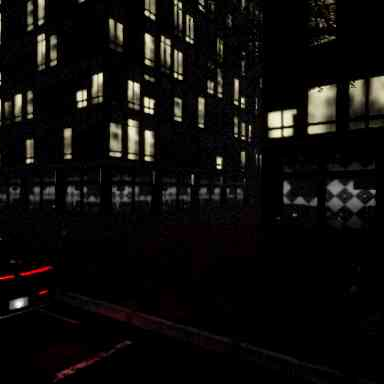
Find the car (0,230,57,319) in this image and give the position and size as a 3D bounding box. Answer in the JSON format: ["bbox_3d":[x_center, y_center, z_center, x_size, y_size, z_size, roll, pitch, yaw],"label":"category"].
[{"bbox_3d":[-4.667,1.485,6.610,4.892,1.490,1.837,0,0,36],"label":"car"}]
